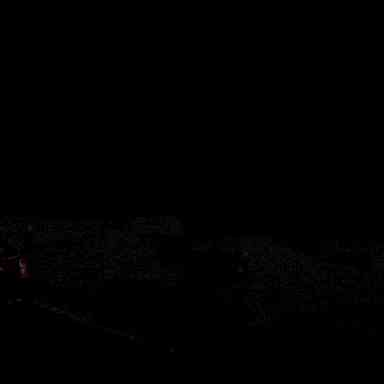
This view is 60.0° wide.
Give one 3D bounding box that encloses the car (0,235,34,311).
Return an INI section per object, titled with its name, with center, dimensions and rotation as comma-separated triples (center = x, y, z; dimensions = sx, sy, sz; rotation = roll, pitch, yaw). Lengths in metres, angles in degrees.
[car]
center = -4.945, 1.437, 6.488
dimensions = 4.097, 1.590, 1.967
rotation = 0, 0, 36
